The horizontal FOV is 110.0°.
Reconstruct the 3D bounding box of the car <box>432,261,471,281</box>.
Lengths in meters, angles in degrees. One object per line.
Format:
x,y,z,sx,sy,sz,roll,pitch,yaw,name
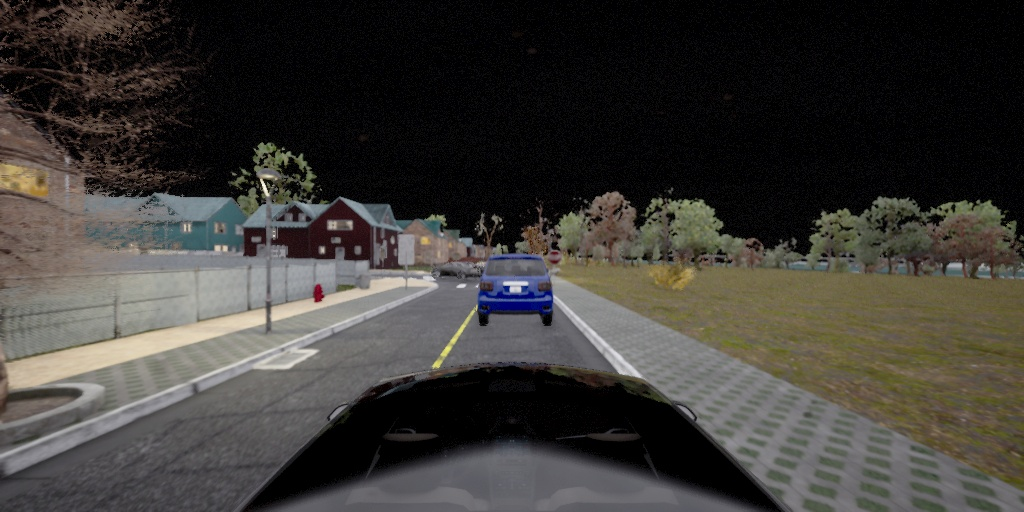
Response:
-4.548,1.198,29.765,4.902,1.511,2.128,2,-1,35,car

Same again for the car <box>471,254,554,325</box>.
0.095,0.969,12.025,2.150,2.045,5.566,0,0,0,car
